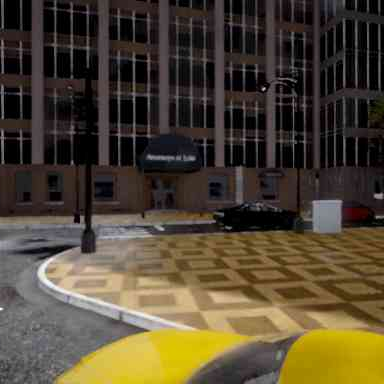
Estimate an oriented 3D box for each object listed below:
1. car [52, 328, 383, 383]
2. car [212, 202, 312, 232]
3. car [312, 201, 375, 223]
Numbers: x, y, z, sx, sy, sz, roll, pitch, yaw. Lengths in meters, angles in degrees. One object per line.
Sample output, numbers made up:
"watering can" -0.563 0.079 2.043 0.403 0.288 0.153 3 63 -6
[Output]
"car" 0.970 1.524 2.035 4.829 1.417 1.752 0 0 35
"car" 3.489 1.285 17.739 4.902 1.511 2.128 0 0 -14
"car" 9.971 1.326 22.279 4.181 1.385 1.994 0 0 -14
